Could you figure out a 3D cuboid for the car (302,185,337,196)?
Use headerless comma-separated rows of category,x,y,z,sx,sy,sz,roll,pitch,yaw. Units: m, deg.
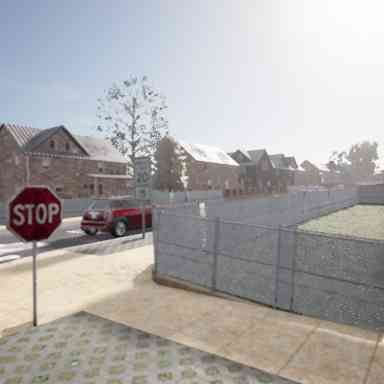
car,15.574,0.040,40.466,2.033,1.411,5.357,-1,1,37

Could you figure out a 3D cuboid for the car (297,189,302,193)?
car,15.869,-0.035,45.597,1.994,1.385,4.181,-1,1,36

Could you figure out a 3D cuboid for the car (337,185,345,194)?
car,21.537,-0.307,48.665,2.033,1.411,5.357,-1,1,36

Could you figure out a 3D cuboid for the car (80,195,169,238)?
car,-2.823,0.954,15.545,2.097,1.767,4.553,-1,1,36
